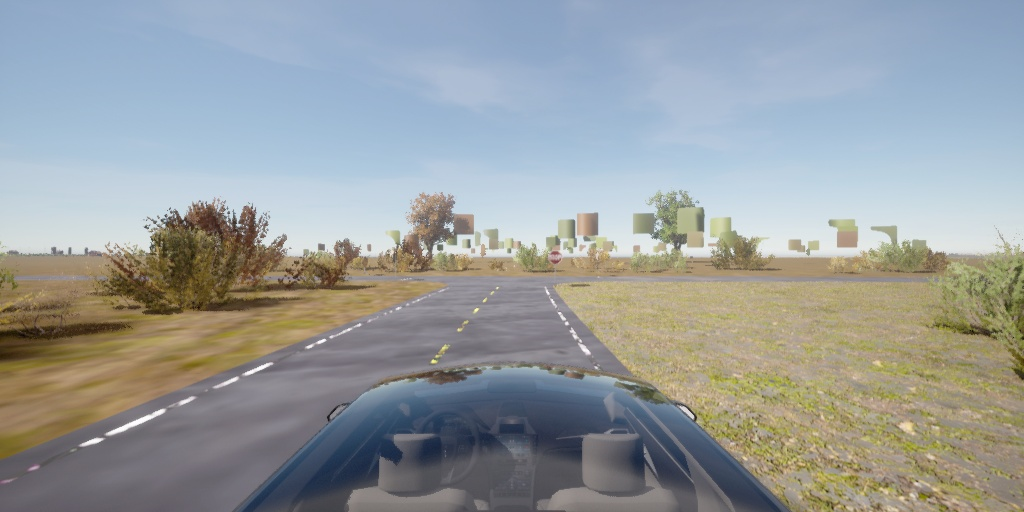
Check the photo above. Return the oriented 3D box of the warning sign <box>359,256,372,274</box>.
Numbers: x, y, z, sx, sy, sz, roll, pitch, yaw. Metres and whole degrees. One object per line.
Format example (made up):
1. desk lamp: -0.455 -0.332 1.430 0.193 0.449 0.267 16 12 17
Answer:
1. warning sign: -15.026 0.892 36.600 1.060 1.860 1.300 0 0 2
